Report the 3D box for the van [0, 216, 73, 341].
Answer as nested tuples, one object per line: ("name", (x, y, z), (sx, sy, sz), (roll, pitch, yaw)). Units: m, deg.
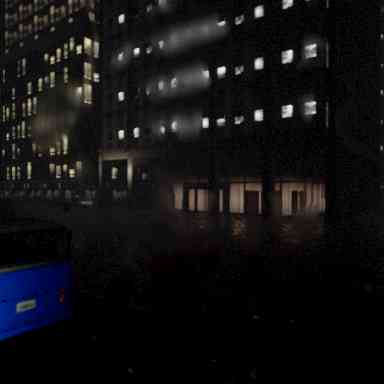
("van", (-3.729, 1.269, 5.546), (3.998, 1.788, 1.690), (1, 0, 36))
